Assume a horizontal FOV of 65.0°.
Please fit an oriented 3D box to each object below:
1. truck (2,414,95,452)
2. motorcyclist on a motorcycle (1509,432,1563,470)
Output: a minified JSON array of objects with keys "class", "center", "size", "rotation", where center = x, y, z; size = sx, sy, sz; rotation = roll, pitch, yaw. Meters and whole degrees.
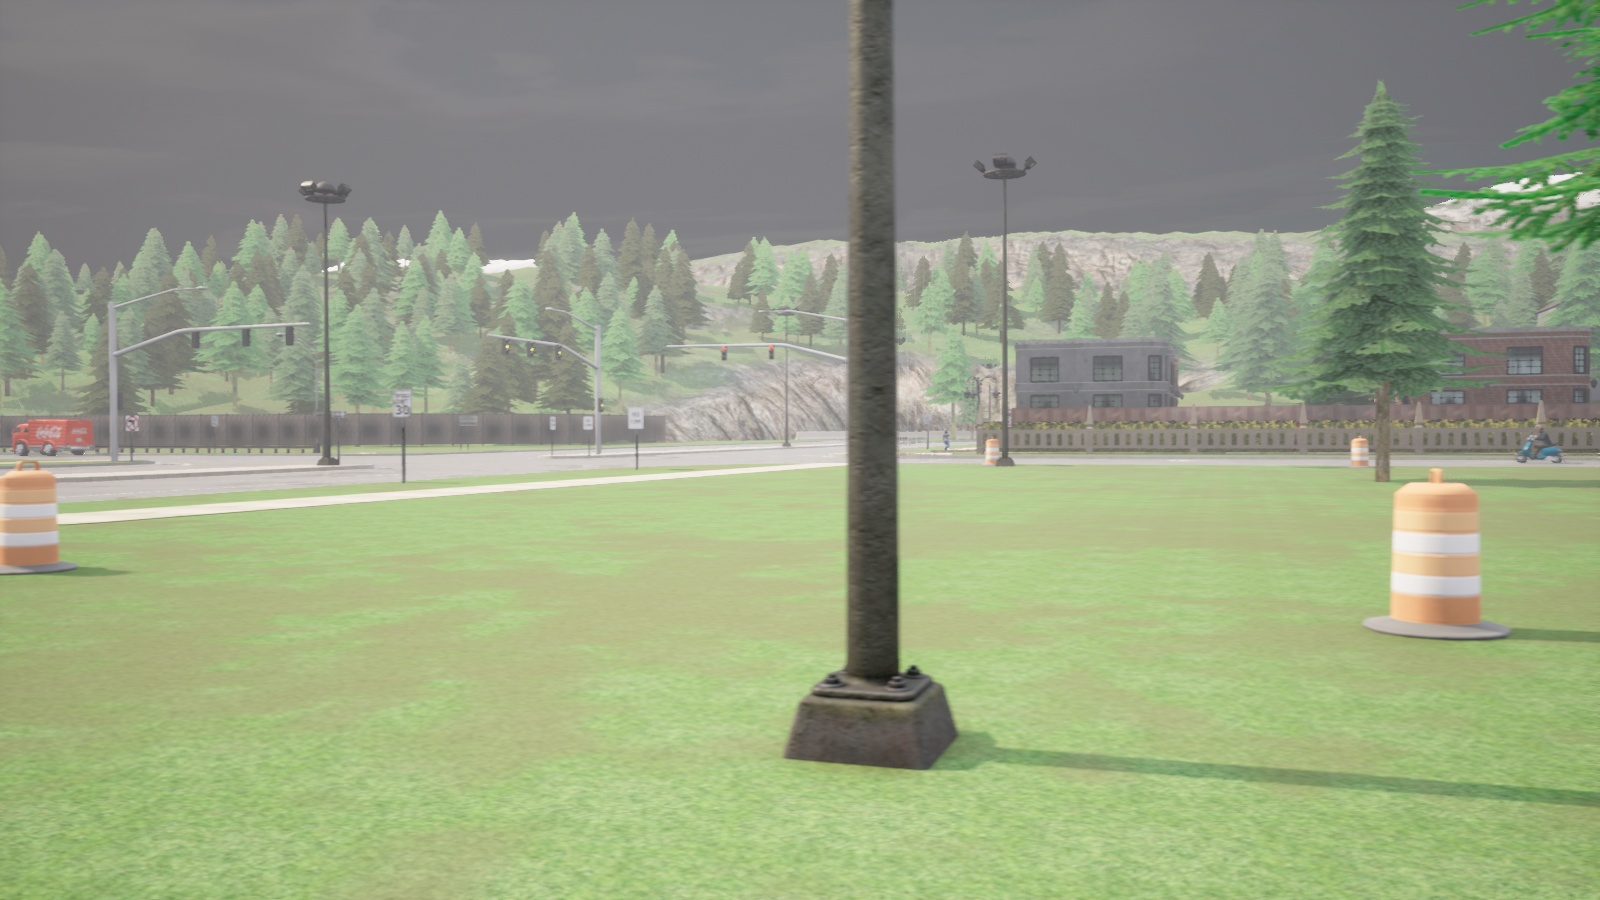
[{"class":"truck","center":[-50.797,-1.189,84.866],"size":[5.204,2.467,2.627],"rotation":[1,1,19]},{"class":"motorcyclist on a motorcycle","center":[31.496,0.036,53.746],"size":[1.817,1.590,0.866],"rotation":[1,1,18]}]
